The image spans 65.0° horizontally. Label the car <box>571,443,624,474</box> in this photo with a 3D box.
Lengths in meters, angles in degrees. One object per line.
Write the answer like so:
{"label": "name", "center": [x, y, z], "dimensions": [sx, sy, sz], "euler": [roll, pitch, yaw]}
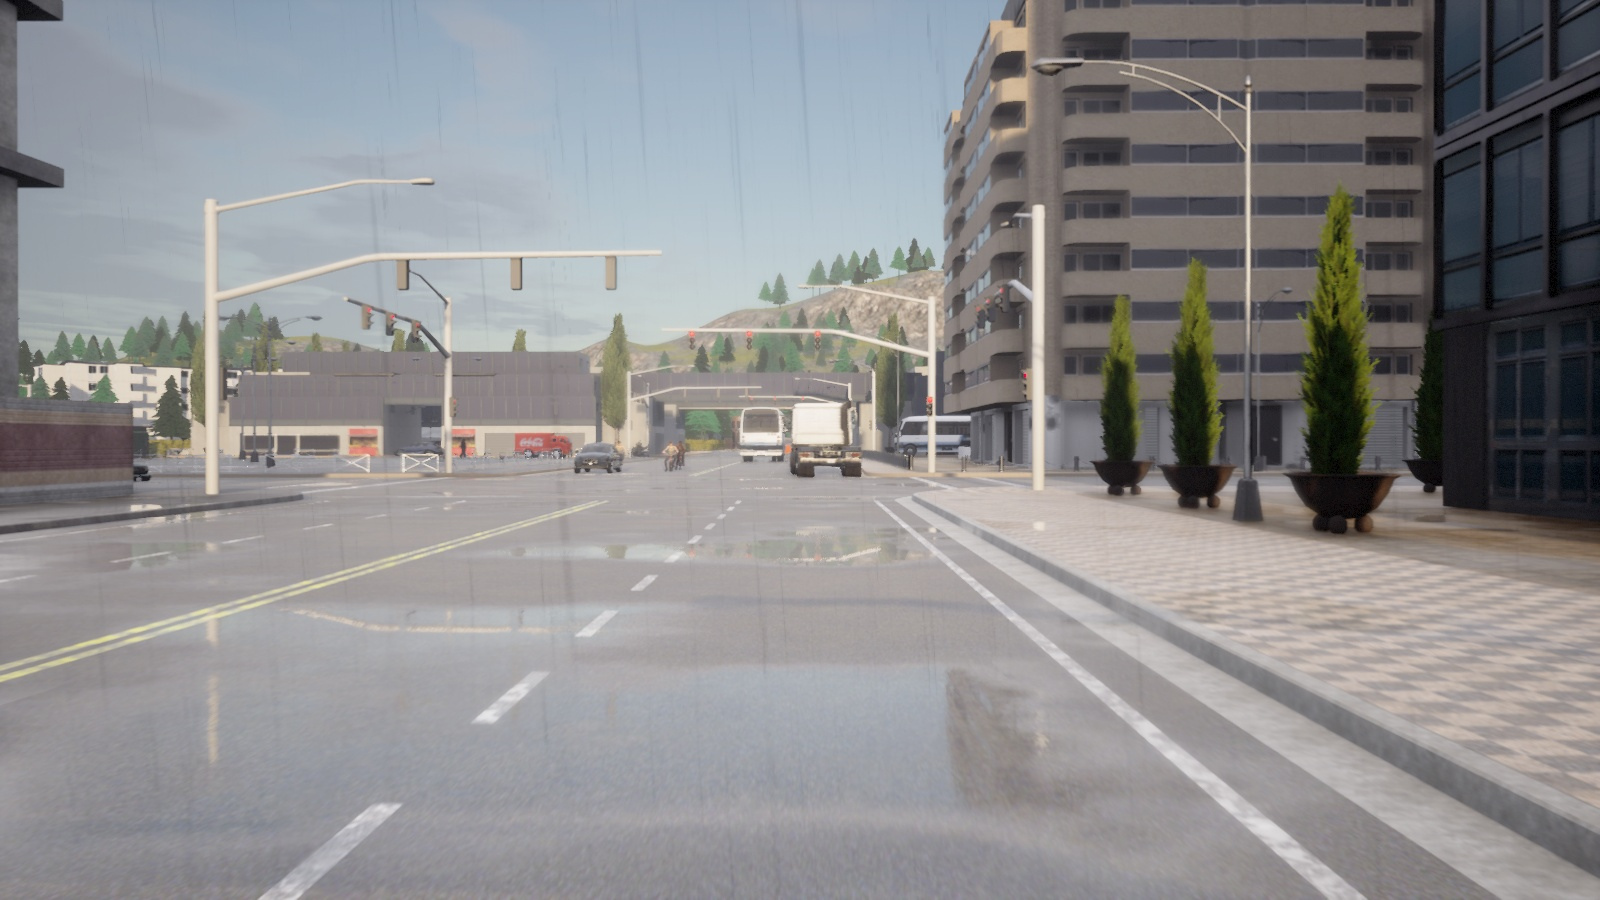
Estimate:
{"label": "car", "center": [-10.130, 0.388, 63.037], "dimensions": [1.837, 1.490, 4.892], "euler": [0, 0, 0]}

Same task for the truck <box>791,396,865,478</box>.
{"label": "truck", "center": [1.135, -0.561, 56.880], "dimensions": [2.891, 3.462, 7.936], "euler": [0, 0, -2]}

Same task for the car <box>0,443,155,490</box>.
{"label": "car", "center": [-23.358, 0.498, 39.254], "dimensions": [5.357, 1.411, 2.033], "euler": [0, 0, 0]}
